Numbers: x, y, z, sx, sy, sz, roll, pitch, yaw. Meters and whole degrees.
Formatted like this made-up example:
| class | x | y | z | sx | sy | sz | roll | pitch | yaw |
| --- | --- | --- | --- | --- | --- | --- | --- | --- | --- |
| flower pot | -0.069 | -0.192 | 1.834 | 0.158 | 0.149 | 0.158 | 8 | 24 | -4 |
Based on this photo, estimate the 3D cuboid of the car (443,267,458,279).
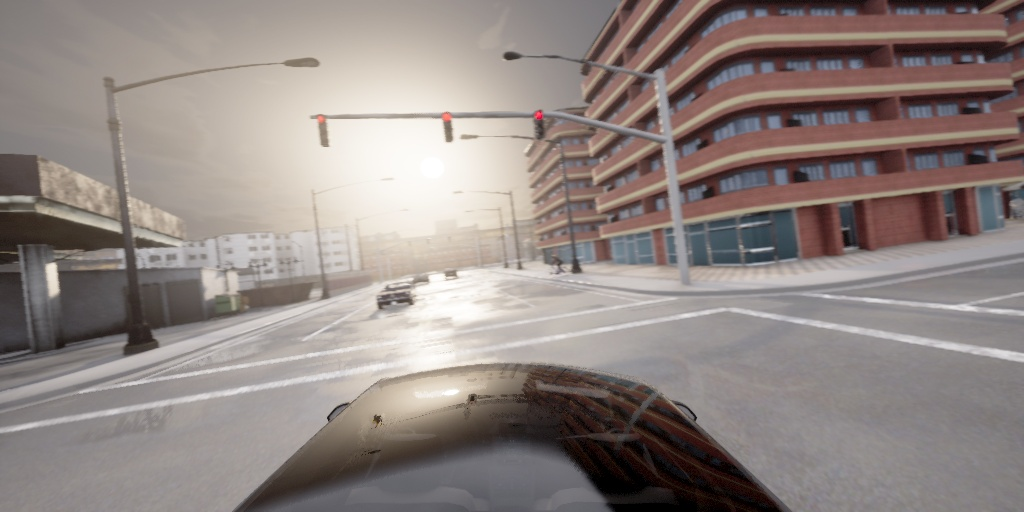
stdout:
| class | x | y | z | sx | sy | sz | roll | pitch | yaw |
| --- | --- | --- | --- | --- | --- | --- | --- | --- | --- |
| car | -8.747 | 2.382 | 51.084 | 1.882 | 1.535 | 5.008 | -7 | 0 | -11 |

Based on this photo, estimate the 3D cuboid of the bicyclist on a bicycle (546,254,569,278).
| class | x | y | z | sx | sy | sz | roll | pitch | yaw |
| --- | --- | --- | --- | --- | --- | --- | --- | --- | --- |
| bicyclist on a bicycle | 3.131 | 0.690 | 24.999 | 1.656 | 1.620 | 0.582 | -7 | 0 | -11 |

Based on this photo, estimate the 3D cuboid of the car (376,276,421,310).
| class | x | y | z | sx | sy | sz | roll | pitch | yaw |
| --- | --- | --- | --- | --- | --- | --- | --- | --- | --- |
| car | -6.579 | 2.190 | 20.810 | 1.895 | 1.301 | 4.718 | -7 | 0 | -11 |

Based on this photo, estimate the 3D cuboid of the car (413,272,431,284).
| class | x | y | z | sx | sy | sz | roll | pitch | yaw |
| --- | --- | --- | --- | --- | --- | --- | --- | --- | --- |
| car | -11.028 | 2.741 | 43.927 | 1.994 | 1.385 | 4.181 | -7 | 0 | -11 |
